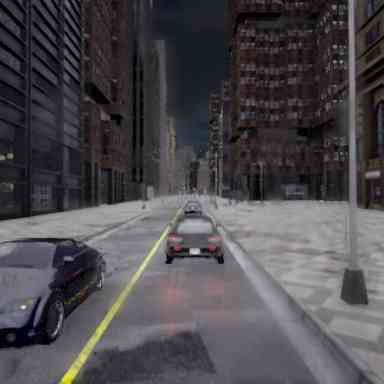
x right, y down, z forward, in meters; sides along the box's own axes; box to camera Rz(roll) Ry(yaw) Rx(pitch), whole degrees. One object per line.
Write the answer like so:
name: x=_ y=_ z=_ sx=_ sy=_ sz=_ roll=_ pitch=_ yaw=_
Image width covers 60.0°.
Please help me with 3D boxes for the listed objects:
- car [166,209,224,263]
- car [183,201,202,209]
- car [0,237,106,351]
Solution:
car: x=0.089 y=1.566 z=12.011 sx=1.812 sy=1.442 sz=4.674 roll=0 pitch=0 yaw=0
car: x=0.100 y=1.662 z=34.432 sx=2.033 sy=1.411 sz=5.357 roll=0 pitch=0 yaw=0
car: x=-3.046 y=1.586 z=6.311 sx=1.994 sy=1.385 sz=4.181 roll=0 pitch=0 yaw=1
